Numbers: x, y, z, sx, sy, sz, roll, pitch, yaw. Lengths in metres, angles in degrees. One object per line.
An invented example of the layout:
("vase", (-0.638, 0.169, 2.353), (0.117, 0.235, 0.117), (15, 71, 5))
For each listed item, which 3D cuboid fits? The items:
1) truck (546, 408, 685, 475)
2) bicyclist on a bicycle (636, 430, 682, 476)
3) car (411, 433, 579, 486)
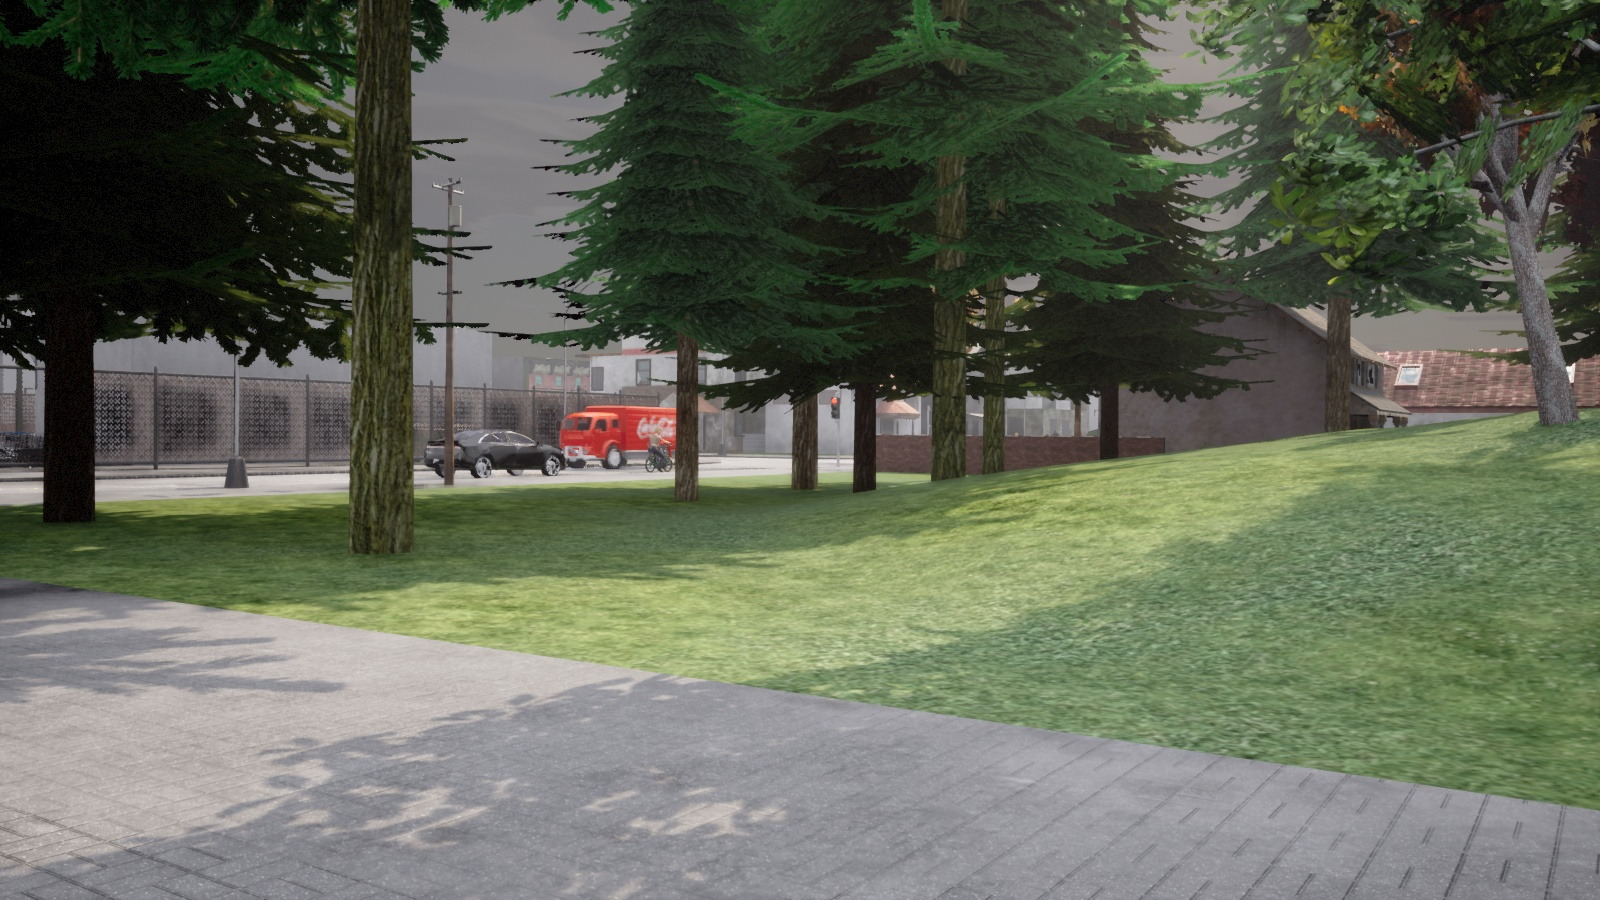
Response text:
("truck", (-7.193, -0.366, 49.520), (2.627, 2.467, 5.204), (0, 1, 32))
("bicyclist on a bicycle", (-5.094, 0.094, 45.400), (0.866, 1.612, 1.509), (0, 1, 33))
("car", (-9.367, 0.240, 38.970), (2.128, 1.511, 4.902), (0, 1, 34))
